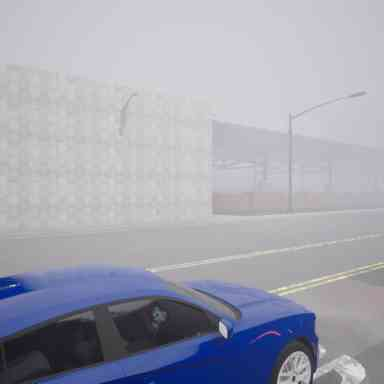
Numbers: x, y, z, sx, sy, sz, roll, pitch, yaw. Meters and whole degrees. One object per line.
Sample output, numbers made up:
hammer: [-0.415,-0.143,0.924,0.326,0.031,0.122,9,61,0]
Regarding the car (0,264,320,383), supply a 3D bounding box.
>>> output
car: [-0.805,1.478,3.174,5.008,1.535,1.882,0,0,-36]
